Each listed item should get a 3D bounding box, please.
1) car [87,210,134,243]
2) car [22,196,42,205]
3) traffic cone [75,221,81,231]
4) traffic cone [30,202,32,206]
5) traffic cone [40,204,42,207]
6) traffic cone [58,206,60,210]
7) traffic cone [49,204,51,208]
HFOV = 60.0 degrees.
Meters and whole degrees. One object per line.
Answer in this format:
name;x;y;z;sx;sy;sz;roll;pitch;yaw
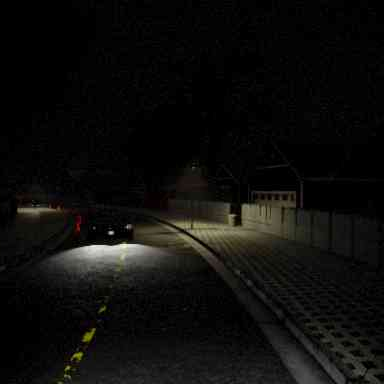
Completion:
car;-3.937;1.561;16.149;1.994;1.385;4.181;0;0;-14
car;-27.565;1.469;57.146;4.892;1.490;1.837;-1;-1;42
traffic cone;-6.587;1.953;19.135;0.340;0.580;0.340;0;0;-15
traffic cone;-25.486;1.925;52.538;0.340;0.580;0.340;0;0;-44
traffic cone;-22.249;1.929;48.933;0.340;0.580;0.340;0;0;-40
traffic cone;-16.474;1.936;41.155;0.340;0.580;0.340;0;0;-33
traffic cone;-19.240;1.933;45.133;0.340;0.580;0.340;0;0;-37
